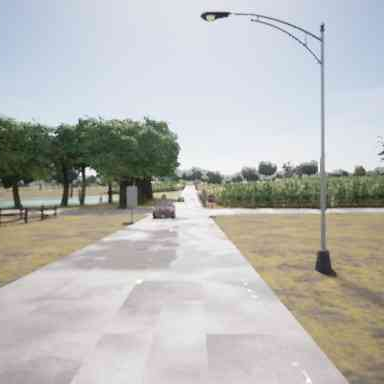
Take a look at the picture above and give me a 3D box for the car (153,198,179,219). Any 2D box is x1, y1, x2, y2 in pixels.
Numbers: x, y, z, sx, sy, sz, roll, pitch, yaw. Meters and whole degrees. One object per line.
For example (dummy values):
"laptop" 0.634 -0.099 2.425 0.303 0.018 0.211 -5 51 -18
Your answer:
"car" -2.739 1.705 33.678 2.097 1.767 4.553 0 0 0

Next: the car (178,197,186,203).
"car" -2.720 1.918 83.492 1.837 1.490 4.892 0 1 0
